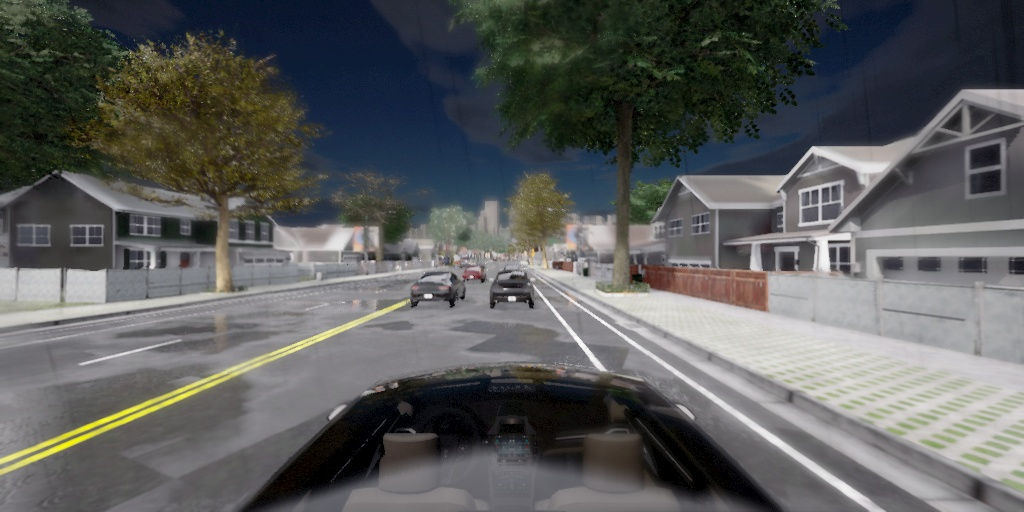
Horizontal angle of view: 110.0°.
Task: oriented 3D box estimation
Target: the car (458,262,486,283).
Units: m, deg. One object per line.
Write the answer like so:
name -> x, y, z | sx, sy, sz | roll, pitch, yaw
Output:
car -> -3.251, 1.548, 31.223 | 1.812, 1.442, 4.674 | 0, 0, 0

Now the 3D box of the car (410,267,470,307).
car -> -3.247, 1.410, 16.225 | 1.812, 1.442, 4.674 | 0, 0, 0

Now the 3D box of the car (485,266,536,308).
car -> 0.001, 1.391, 16.137 | 1.837, 1.490, 4.892 | 0, 0, 0
